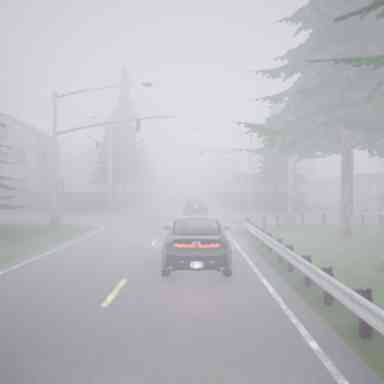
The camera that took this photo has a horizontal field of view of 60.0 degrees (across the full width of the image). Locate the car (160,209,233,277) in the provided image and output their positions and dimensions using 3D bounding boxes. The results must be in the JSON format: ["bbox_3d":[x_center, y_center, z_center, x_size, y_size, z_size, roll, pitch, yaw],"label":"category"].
[{"bbox_3d":[0.138,1.462,10.125,1.837,1.490,4.892,0,0,1],"label":"car"}]

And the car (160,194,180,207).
[{"bbox_3d":[-3.187,1.307,48.270,1.837,1.490,4.892,0,0,1],"label":"car"}]

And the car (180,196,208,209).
[{"bbox_3d":[0.314,1.232,29.083,2.097,1.767,4.553,0,0,1],"label":"car"}]

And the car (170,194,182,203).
[{"bbox_3d":[-3.001,1.212,63.915,1.882,1.535,5.008,0,0,1],"label":"car"}]
